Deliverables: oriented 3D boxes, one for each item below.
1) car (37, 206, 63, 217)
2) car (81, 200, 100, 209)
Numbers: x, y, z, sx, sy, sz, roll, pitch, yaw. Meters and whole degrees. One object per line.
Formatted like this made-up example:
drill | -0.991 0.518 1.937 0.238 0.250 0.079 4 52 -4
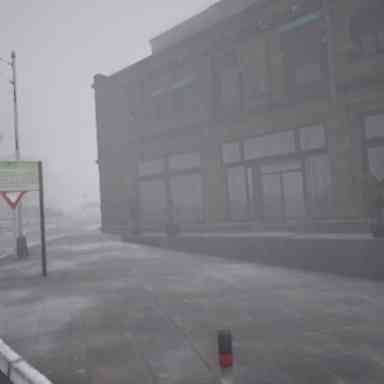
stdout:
car | -18.843 2.573 44.037 4.181 1.385 1.994 -4 -1 42
car | -18.995 2.288 63.168 1.882 1.535 5.008 -5 2 17
